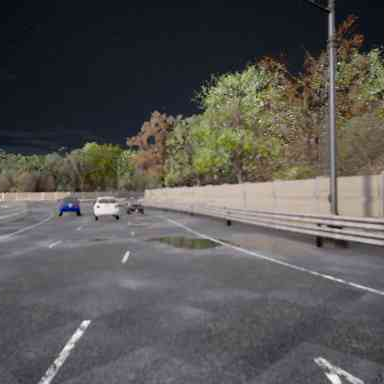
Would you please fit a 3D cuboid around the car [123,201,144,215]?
[{"bbox_3d":[-6.914,1.840,38.886,1.837,1.490,4.892,0,-1,-20],"label":"car"}]

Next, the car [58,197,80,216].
[{"bbox_3d":[-14.217,1.627,38.633,2.150,2.045,5.566,0,-1,-22],"label":"car"}]

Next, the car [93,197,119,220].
[{"bbox_3d":[-8.389,1.528,32.421,2.150,2.045,5.566,0,0,-17],"label":"car"}]
